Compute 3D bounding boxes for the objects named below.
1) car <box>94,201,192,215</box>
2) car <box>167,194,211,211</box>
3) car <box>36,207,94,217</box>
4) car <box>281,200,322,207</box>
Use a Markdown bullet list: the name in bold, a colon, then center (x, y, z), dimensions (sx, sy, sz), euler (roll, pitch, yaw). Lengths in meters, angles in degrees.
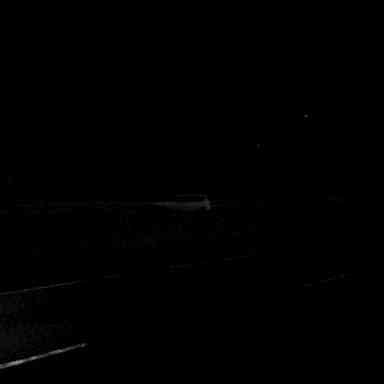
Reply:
- **car**: center (-2.736, 1.474, 19.229), dimensions (5.008, 1.535, 1.882), euler (0, 0, -35)
- **car**: center (-0.878, 1.219, 29.129), dimensions (5.566, 2.045, 2.150), euler (0, 0, -35)
- **car**: center (-7.064, 1.597, 20.444), dimensions (4.718, 1.301, 1.895), euler (0, 0, -35)
- **car**: center (10.874, 1.547, 33.129), dimensions (5.357, 1.411, 2.033), euler (0, 0, -36)
